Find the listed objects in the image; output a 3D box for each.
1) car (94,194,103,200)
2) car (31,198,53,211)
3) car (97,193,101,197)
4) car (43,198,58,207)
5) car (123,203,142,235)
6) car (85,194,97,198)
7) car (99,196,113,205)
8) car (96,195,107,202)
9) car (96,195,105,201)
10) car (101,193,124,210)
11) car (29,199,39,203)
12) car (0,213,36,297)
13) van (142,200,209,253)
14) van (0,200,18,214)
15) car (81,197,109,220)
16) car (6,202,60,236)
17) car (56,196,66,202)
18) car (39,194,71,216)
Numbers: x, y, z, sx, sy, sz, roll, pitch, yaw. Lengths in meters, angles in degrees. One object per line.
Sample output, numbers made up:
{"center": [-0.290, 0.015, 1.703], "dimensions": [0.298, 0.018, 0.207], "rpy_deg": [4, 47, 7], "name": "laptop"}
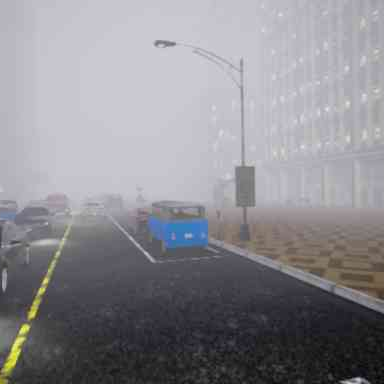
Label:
{"center": [-24.504, 1.355, 86.934], "dimensions": [1.947, 1.339, 4.313], "rpy_deg": [-1, 0, -18], "name": "car"}
{"center": [-18.933, 1.571, 42.178], "dimensions": [2.008, 1.369, 4.403], "rpy_deg": [-1, 0, -18], "name": "car"}
{"center": [-12.652, 1.172, 50.014], "dimensions": [2.192, 1.841, 5.009], "rpy_deg": [-1, 0, -18], "name": "car"}
{"center": [-22.320, 1.583, 52.728], "dimensions": [1.802, 1.307, 4.206], "rpy_deg": [-1, 0, -18], "name": "car"}
{"center": [-2.466, 1.455, 18.381], "dimensions": [1.887, 1.381, 4.507], "rpy_deg": [-1, 0, -18], "name": "car"}
{"center": [-15.774, 1.428, 51.250], "dimensions": [1.812, 1.442, 4.674], "rpy_deg": [-1, 0, -18], "name": "car"}
{"center": [-14.342, 1.413, 55.290], "dimensions": [1.947, 1.339, 4.313], "rpy_deg": [-1, 0, -18], "name": "car"}
{"center": [-19.423, 1.369, 71.112], "dimensions": [2.008, 1.369, 4.403], "rpy_deg": [-1, 0, -18], "name": "car"}
{"center": [-21.169, 1.334, 76.547], "dimensions": [1.752, 1.417, 4.829], "rpy_deg": [-1, 0, -18], "name": "car"}
{"center": [-9.265, 1.190, 39.465], "dimensions": [2.192, 1.841, 5.009], "rpy_deg": [-1, 0, -18], "name": "car"}
{"center": [-17.239, 1.595, 36.905], "dimensions": [1.947, 1.339, 4.313], "rpy_deg": [-1, 0, -18], "name": "car"}
{"center": [-5.362, 1.536, 8.367], "dimensions": [1.837, 1.490, 4.892], "rpy_deg": [-1, 0, -18], "name": "car"}
{"center": [-0.690, 1.259, 13.134], "dimensions": [1.690, 1.788, 3.998], "rpy_deg": [-1, 0, -18], "name": "van"}
{"center": [-12.161, 1.397, 21.082], "dimensions": [1.690, 1.788, 3.998], "rpy_deg": [-1, 0, -18], "name": "van"}
{"center": [-8.203, 1.467, 27.729], "dimensions": [1.812, 1.442, 4.674], "rpy_deg": [-1, 0, -18], "name": "car"}
{"center": [-8.504, 1.541, 18.167], "dimensions": [1.812, 1.442, 4.674], "rpy_deg": [-1, 1, -18], "name": "car"}
{"center": [-29.094, 1.545, 73.824], "dimensions": [1.802, 1.307, 4.206], "rpy_deg": [-1, 0, -18], "name": "car"}
{"center": [-12.883, 1.215, 31.855], "dimensions": [2.150, 2.045, 5.566], "rpy_deg": [-1, 0, -17], "name": "car"}
